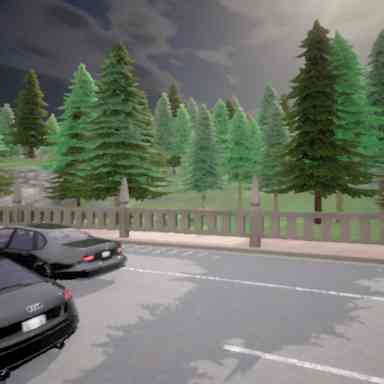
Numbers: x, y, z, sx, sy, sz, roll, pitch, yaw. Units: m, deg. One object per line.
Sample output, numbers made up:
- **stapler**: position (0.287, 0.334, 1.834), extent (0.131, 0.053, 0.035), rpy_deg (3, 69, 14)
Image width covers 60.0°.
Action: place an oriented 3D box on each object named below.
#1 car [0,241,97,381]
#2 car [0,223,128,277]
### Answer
- **car**: position (-3.761, 1.581, 4.877), extent (4.181, 1.385, 1.994), rpy_deg (0, 0, 24)
- **car**: position (-4.409, 1.575, 9.070), extent (5.357, 1.411, 2.033), rpy_deg (0, 0, 22)
